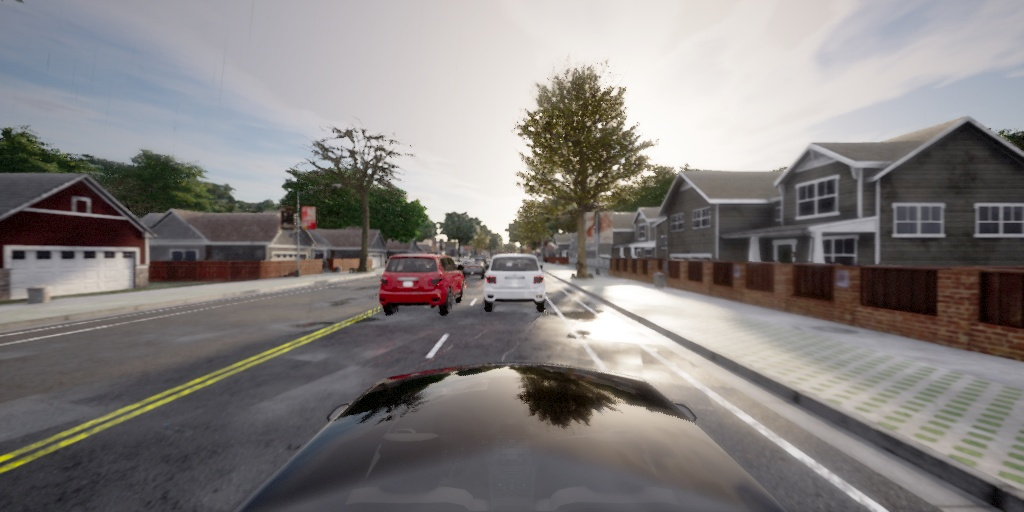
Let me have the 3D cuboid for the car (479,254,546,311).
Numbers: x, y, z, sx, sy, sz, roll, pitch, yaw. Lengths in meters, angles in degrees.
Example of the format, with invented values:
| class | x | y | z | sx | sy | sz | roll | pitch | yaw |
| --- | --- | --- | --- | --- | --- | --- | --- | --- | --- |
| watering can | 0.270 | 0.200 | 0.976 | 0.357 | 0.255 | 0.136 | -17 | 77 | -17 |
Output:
| class | x | y | z | sx | sy | sz | roll | pitch | yaw |
| --- | --- | --- | --- | --- | --- | --- | --- | --- | --- |
| car | 0.093 | 0.933 | 14.405 | 2.150 | 2.045 | 5.566 | 0 | 0 | 0 |

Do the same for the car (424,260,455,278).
| class | x | y | z | sx | sy | sz | roll | pitch | yaw |
| --- | --- | --- | --- | --- | --- | --- | --- | --- | --- |
| car | -6.613 | 1.164 | 33.110 | 1.837 | 1.490 | 4.892 | 0 | 0 | 0 |

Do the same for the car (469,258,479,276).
| class | x | y | z | sx | sy | sz | roll | pitch | yaw |
| --- | --- | --- | --- | --- | --- | --- | --- | --- | --- |
| car | -3.165 | 1.155 | 31.262 | 2.128 | 1.511 | 4.902 | 0 | 0 | 0 |

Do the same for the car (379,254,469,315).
| class | x | y | z | sx | sy | sz | roll | pitch | yaw |
| --- | --- | --- | --- | --- | --- | --- | --- | --- | --- |
| car | -3.156 | 0.936 | 13.559 | 2.150 | 2.045 | 5.566 | 0 | 0 | 0 |
